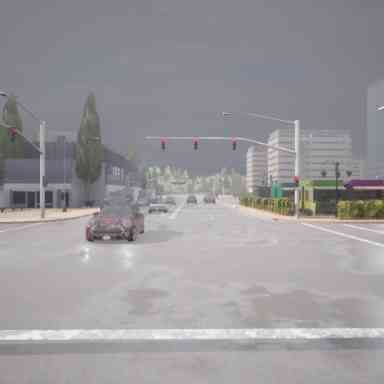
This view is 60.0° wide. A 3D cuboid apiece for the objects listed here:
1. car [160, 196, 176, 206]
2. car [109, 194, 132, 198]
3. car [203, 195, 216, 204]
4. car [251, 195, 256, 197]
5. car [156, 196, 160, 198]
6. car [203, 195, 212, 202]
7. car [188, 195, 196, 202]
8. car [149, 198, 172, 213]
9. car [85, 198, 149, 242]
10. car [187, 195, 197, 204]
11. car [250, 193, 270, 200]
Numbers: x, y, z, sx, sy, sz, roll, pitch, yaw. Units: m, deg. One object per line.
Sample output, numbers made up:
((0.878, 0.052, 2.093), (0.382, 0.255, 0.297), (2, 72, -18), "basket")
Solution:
((-3.602, 1.503, 54.156), (1.837, 1.490, 4.892), (0, 0, 0), "car")
((-7.120, 1.216, 32.436), (2.150, 2.045, 5.566), (0, 1, 1), "car")
((3.486, 1.491, 63.663), (2.128, 1.511, 4.902), (0, 0, 0), "car")
((17.770, 1.156, 83.939), (3.866, 1.878, 1.905), (0, 0, -2), "car")
((-7.015, 1.611, 68.248), (1.994, 1.385, 4.181), (0, 0, 0), "car")
((3.484, 1.397, 73.938), (1.812, 1.442, 4.674), (0, 0, 0), "car")
((-0.016, 1.372, 73.936), (1.837, 1.490, 4.892), (0, 0, 0), "car")
((-3.609, 1.601, 36.785), (1.895, 1.301, 4.718), (0, 0, 0), "car")
((-3.603, 1.352, 16.304), (2.097, 1.767, 4.553), (0, 0, 0), "car")
((-0.014, 1.491, 63.662), (2.128, 1.511, 4.902), (0, 0, 0), "car")
((17.750, 1.153, 86.834), (4.605, 1.855, 1.932), (0, 0, -2), "car")
